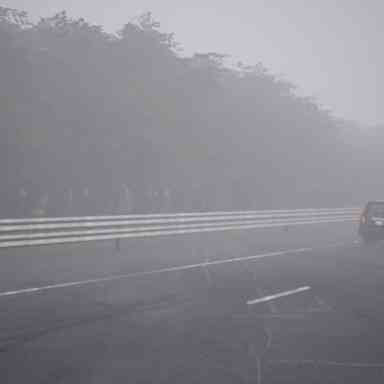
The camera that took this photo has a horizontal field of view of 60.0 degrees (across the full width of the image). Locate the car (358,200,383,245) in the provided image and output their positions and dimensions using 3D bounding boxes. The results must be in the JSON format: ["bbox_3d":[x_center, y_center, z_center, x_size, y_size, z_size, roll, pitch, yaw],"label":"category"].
[{"bbox_3d":[9.760,1.371,15.022,5.566,2.045,2.150,1,0,-35],"label":"car"}]
